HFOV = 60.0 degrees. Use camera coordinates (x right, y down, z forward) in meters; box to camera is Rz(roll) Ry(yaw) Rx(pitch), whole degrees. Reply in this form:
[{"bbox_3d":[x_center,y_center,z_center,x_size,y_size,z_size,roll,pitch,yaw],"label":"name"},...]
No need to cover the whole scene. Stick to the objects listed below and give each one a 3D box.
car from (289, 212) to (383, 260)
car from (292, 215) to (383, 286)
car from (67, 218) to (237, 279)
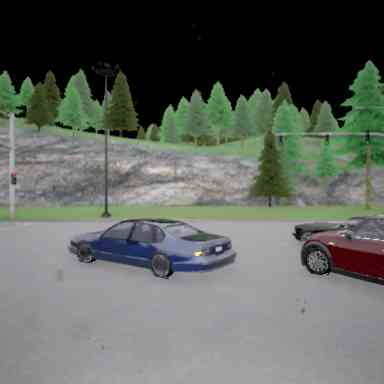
[{"bbox_3d":[6.167,1.536,12.246,1.895,1.301,4.718,0,0,-40],"label":"car"},{"bbox_3d":[4.797,1.309,7.907,2.097,1.767,4.553,0,0,-27],"label":"car"},{"bbox_3d":[-1.381,1.491,9.887,5.357,1.411,2.033,0,0,35],"label":"car"}]
